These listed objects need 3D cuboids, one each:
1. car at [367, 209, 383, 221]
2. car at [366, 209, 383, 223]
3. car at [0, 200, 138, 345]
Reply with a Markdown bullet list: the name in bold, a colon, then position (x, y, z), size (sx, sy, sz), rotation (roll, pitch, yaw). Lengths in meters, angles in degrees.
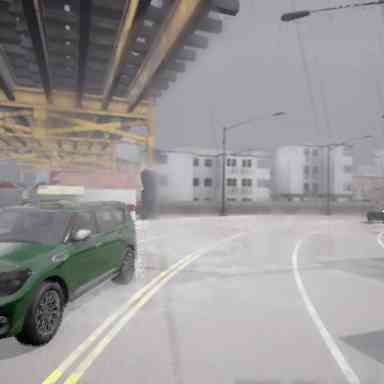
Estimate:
- **car**: position (24.718, 2.915, 42.317), size (4.674, 1.442, 1.812), rotation (2, -1, -23)
- **car**: position (20.994, 2.597, 36.140), size (4.902, 1.511, 2.128), rotation (3, -2, -32)
- **car**: position (-2.859, 1.220, 6.850), size (2.150, 2.045, 5.566), rotation (0, 0, 10)
